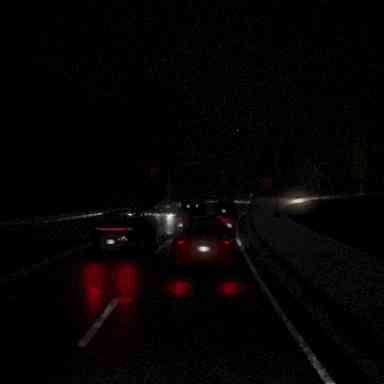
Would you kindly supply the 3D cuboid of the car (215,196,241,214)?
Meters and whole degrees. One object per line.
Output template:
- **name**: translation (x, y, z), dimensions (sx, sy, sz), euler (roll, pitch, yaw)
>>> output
- **car**: translation (3.452, 1.482, 32.670), dimensions (1.837, 1.490, 4.892), euler (0, 0, 12)

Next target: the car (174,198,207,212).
- **car**: translation (0.124, 1.347, 32.632), dimensions (2.097, 1.767, 4.553), euler (0, 0, 12)

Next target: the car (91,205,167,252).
- **car**: translation (-2.620, 1.505, 13.940), dimensions (2.128, 1.511, 4.902), euler (0, 0, 4)

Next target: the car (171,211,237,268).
- **car**: translation (0.445, 1.571, 11.356), dimensions (1.994, 1.385, 4.181), euler (0, 0, 3)

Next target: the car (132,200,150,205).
- **car**: translation (-5.580, 1.588, 37.670), dimensions (1.994, 1.385, 4.181), euler (0, 0, 14)

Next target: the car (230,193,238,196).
- **car**: translation (9.996, 1.100, 76.222), dimensions (2.097, 1.767, 4.553), euler (-1, 0, 30)

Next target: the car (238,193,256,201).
- **car**: translation (12.746, 1.237, 74.486), dimensions (2.128, 1.511, 4.902), euler (-1, 0, 30)

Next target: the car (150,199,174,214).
- **car**: translation (-2.617, 1.534, 36.172), dimensions (1.812, 1.442, 4.674), euler (0, 0, 14)
